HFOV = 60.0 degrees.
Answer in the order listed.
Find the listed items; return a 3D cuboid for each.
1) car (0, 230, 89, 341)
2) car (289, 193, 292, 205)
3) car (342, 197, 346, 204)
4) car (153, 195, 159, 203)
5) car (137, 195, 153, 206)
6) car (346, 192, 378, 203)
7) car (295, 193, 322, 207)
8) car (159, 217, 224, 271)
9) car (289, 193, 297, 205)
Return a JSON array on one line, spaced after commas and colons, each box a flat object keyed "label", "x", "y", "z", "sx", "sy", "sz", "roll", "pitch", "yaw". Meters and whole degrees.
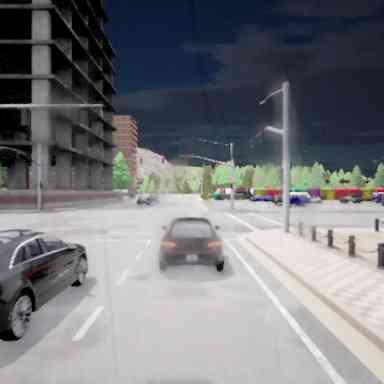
[{"label": "car", "x": -3.491, "y": 1.490, "z": 6.461, "sx": 2.128, "sy": 1.511, "sz": 4.902, "roll": 0, "pitch": 0, "yaw": 0}, {"label": "car", "x": 20.696, "y": 1.194, "z": 64.349, "sx": 4.605, "sy": 1.855, "sz": 1.932, "roll": 0, "pitch": 0, "yaw": 0}, {"label": "car", "x": 35.774, "y": 1.403, "z": 72.881, "sx": 3.905, "sy": 1.438, "sz": 1.784, "roll": 0, "pitch": 0, "yaw": 0}, {"label": "car", "x": -8.171, "y": 1.338, "z": 70.867, "sx": 2.097, "sy": 1.767, "sz": 4.553, "roll": 0, "pitch": 0, "yaw": -1}, {"label": "car", "x": -8.032, "y": 1.512, "z": 55.388, "sx": 1.812, "sy": 1.442, "sz": 4.674, "roll": 0, "pitch": 0, "yaw": 0}, {"label": "car", "x": 35.726, "y": 1.193, "z": 69.984, "sx": 4.605, "sy": 1.855, "sz": 1.932, "roll": 0, "pitch": 0, "yaw": 0}, {"label": "car", "x": 20.777, "y": 1.437, "z": 58.771, "sx": 3.806, "sy": 1.475, "sz": 1.970, "roll": 0, "pitch": 0, "yaw": 0}, {"label": "car", "x": -0.035, "y": 1.524, "z": 10.743, "sx": 1.812, "sy": 1.442, "sz": 4.674, "roll": 0, "pitch": 0, "yaw": -1}, {"label": "car", "x": 20.761, "y": 1.405, "z": 61.666, "sx": 3.905, "sy": 1.438, "sz": 1.784, "roll": 0, "pitch": 0, "yaw": 0}]
